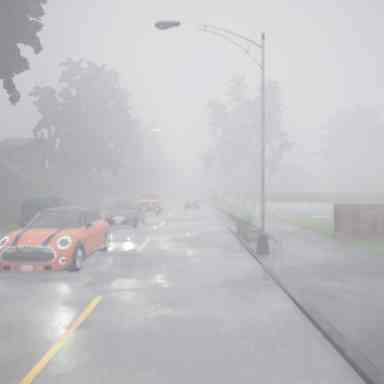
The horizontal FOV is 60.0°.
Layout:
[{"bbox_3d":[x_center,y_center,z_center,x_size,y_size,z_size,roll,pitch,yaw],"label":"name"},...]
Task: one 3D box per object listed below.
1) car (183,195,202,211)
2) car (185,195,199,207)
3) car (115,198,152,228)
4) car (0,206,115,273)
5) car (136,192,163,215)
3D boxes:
[{"bbox_3d":[0.026,1.306,37.457,1.812,1.442,4.674,0,0,0],"label":"car"},{"bbox_3d":[0.021,1.225,48.124,1.837,1.490,4.892,0,1,0],"label":"car"},{"bbox_3d":[-4.058,1.369,20.898,2.128,1.511,4.902,0,0,0],"label":"car"},{"bbox_3d":[-4.092,1.290,10.496,2.097,1.767,4.553,0,0,0],"label":"car"},{"bbox_3d":[-3.998,1.037,31.410,2.150,2.045,5.566,0,0,0],"label":"car"}]
